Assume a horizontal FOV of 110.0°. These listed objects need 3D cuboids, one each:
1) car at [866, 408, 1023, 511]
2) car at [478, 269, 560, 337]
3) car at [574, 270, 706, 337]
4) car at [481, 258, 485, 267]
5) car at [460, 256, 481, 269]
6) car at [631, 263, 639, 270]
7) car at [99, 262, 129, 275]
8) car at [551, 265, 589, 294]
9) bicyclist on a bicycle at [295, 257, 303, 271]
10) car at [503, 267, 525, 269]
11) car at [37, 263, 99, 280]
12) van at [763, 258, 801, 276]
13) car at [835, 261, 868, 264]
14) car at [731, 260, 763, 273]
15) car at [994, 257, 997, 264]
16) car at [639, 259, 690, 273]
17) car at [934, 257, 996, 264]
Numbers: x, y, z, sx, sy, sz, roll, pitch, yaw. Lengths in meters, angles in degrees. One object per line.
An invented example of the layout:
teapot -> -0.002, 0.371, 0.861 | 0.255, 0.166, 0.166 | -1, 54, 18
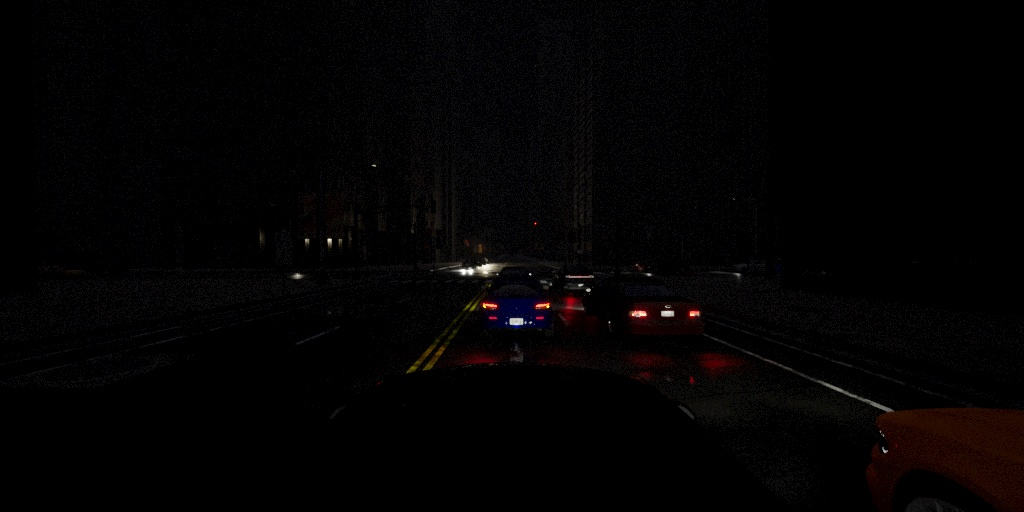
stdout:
car -> 3.348, 1.228, 0.345 | 1.882, 1.535, 5.008 | 0, 0, 0
car -> 0.095, 1.272, 10.170 | 1.812, 1.442, 4.674 | 0, 0, 0
car -> 3.353, 1.293, 10.268 | 2.033, 1.411, 5.357 | 0, 0, 0
car -> -6.525, 1.060, 64.215 | 2.097, 1.767, 4.553 | 0, 0, 0
car -> -6.535, 1.204, 55.270 | 2.128, 1.511, 4.902 | 0, 0, 2
car -> 16.700, 1.071, 43.871 | 4.097, 1.591, 1.967 | 0, 0, 0
car -> -46.411, 1.362, 40.761 | 4.507, 1.381, 1.888 | 0, 0, 0
car -> 3.351, 1.230, 20.016 | 2.128, 1.511, 4.902 | 0, 0, 0
bicyclist on a bicycle -> -25.870, 1.001, 43.618 | 0.582, 1.620, 1.656 | 0, 1, 0
car -> 0.100, 1.286, 19.744 | 2.033, 1.411, 5.357 | 0, 0, 0
car -> -40.821, 1.450, 32.238 | 4.829, 1.417, 1.751 | 0, 0, 0
van -> 27.532, 1.086, 35.280 | 3.998, 1.789, 1.690 | 0, 0, 0
car -> 32.974, 1.321, 35.247 | 4.207, 1.307, 1.802 | 0, 0, 0
car -> 27.668, 1.184, 41.115 | 4.674, 1.442, 1.812 | 0, 1, 0
car -> 49.294, 1.046, 35.149 | 5.009, 1.841, 2.192 | 0, 0, 0
car -> 17.729, 1.147, 41.190 | 5.008, 1.535, 1.882 | 0, 1, 0
car -> 43.853, 1.169, 35.182 | 4.097, 1.591, 1.967 | 0, 0, 0
